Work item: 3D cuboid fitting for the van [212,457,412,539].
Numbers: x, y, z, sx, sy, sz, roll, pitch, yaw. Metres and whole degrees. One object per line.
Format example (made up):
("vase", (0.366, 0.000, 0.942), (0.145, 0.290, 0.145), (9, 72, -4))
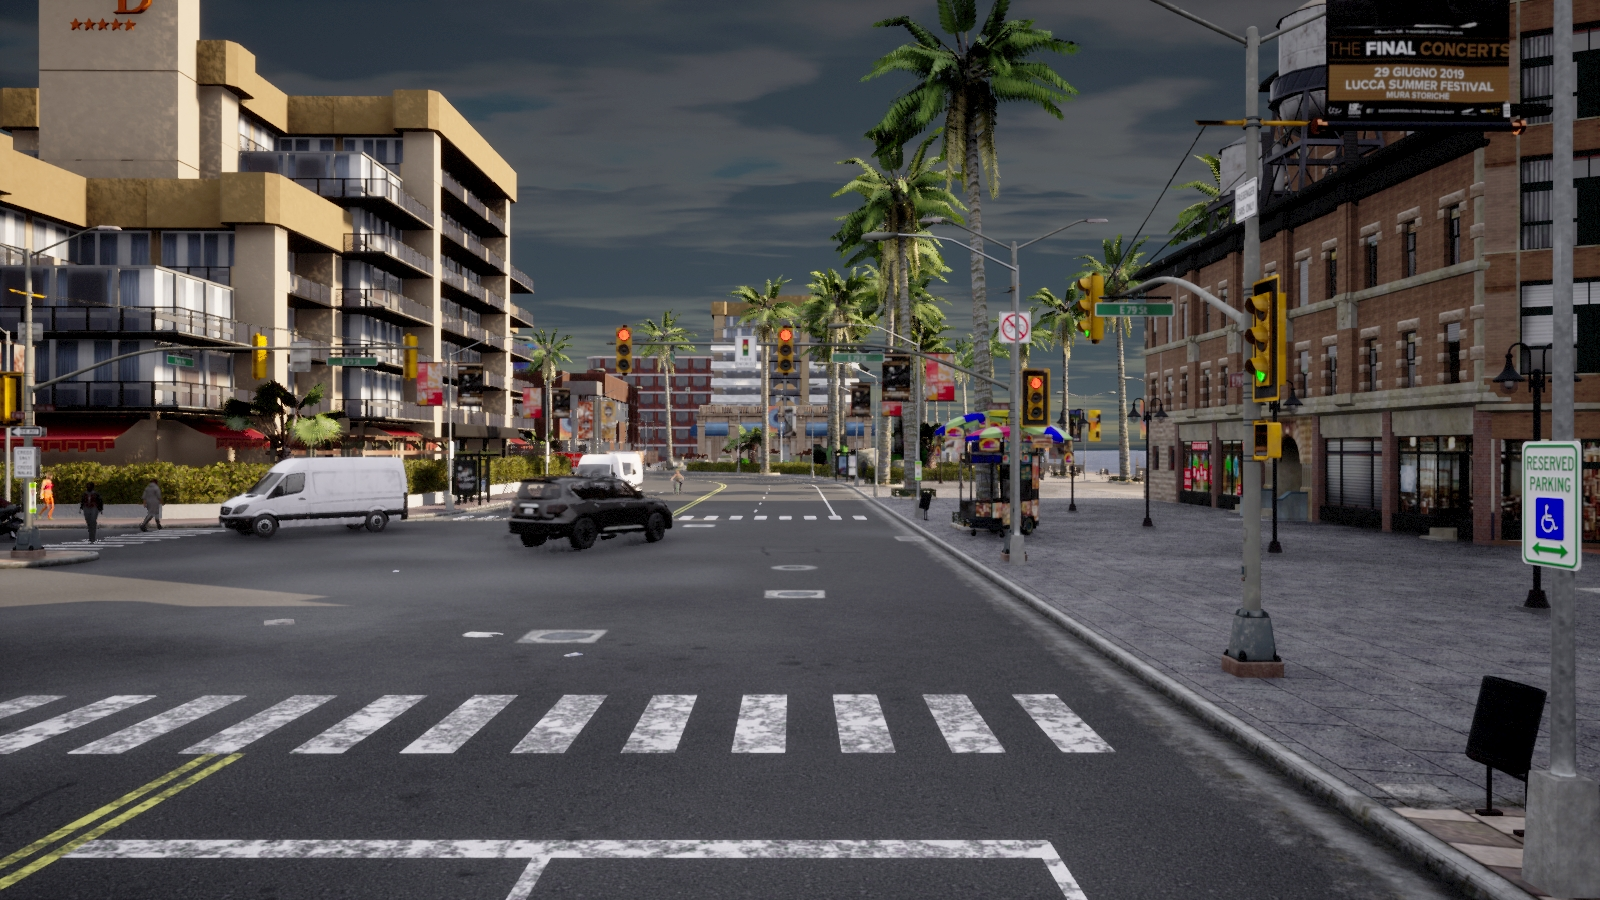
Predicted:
("van", (-16.430, 1.534, 38.745), (5.915, 2.561, 1.988), (0, 0, -44))

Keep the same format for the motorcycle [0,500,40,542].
("motorcycle", (-25.137, 2.205, 35.668), (2.209, 1.251, 0.867), (0, 0, -4))

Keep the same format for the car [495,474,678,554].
("car", (-6.140, 1.778, 33.647), (2.150, 2.045, 5.566), (0, 0, 30))

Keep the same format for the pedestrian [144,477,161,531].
("pedestrian", (-22.232, 1.848, 39.233), (0.375, 1.860, 0.375), (0, 0, 15))

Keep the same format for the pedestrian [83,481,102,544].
("pedestrian", (-21.058, 1.849, 34.015), (0.375, 1.860, 0.375), (0, 0, -9))

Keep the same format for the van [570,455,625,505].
("van", (-10.828, 1.534, 61.502), (1.988, 2.561, 5.915), (0, 0, 0))

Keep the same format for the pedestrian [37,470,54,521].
("pedestrian", (-28.197, 1.697, 42.703), (0.375, 1.860, 0.375), (0, 0, 5))

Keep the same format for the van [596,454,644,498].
("van", (-10.881, 1.534, 69.450), (1.988, 2.561, 5.915), (0, 0, 0))
